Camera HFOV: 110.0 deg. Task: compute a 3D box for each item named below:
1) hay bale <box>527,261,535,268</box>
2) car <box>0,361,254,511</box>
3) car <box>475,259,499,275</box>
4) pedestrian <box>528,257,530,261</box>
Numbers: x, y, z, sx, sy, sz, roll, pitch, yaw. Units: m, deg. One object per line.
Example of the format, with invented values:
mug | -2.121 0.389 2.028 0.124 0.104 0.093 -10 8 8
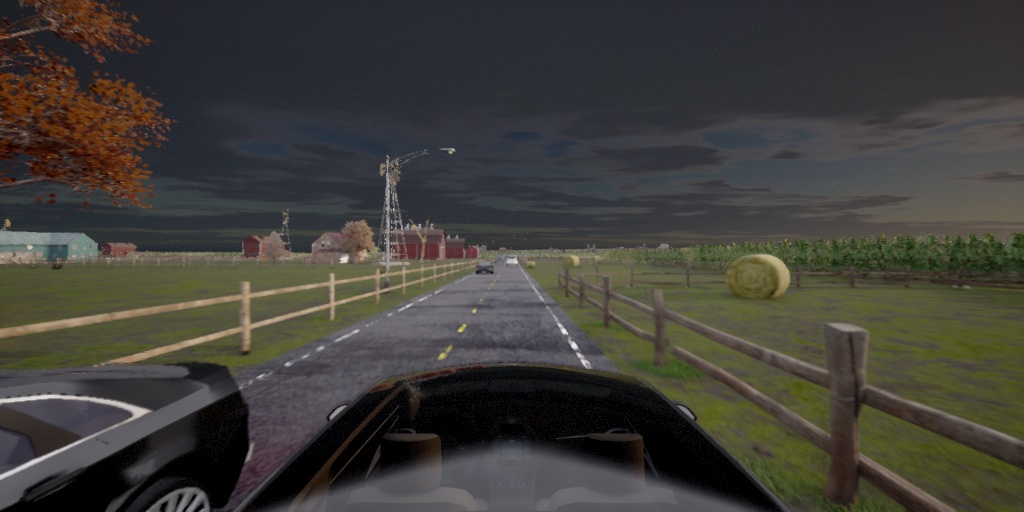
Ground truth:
hay bale | 3.132 1.399 59.833 1.220 1.180 1.240 0 0 0
car | -2.841 1.242 0.608 2.128 1.511 4.902 0 0 0
car | -2.838 1.283 38.843 2.033 1.411 5.357 0 0 0
pedestrian | 2.832 1.044 60.935 0.375 1.860 0.375 -1 1 4
